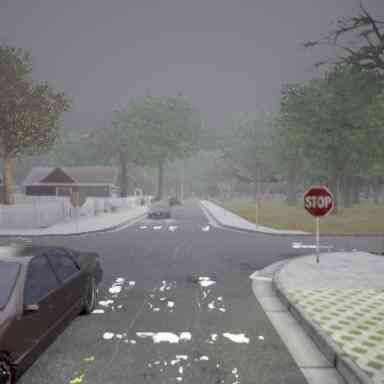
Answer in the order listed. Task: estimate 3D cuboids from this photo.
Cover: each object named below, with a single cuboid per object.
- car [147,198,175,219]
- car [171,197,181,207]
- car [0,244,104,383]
[{"bbox_3d":[-2.784,1.560,29.488,1.837,1.490,4.892,0,0,0],"label":"car"},{"bbox_3d":[-2.814,1.555,55.290,1.882,1.535,5.008,0,0,0],"label":"car"},{"bbox_3d":[-2.752,1.546,4.800,2.033,1.411,5.357,0,0,0],"label":"car"}]
